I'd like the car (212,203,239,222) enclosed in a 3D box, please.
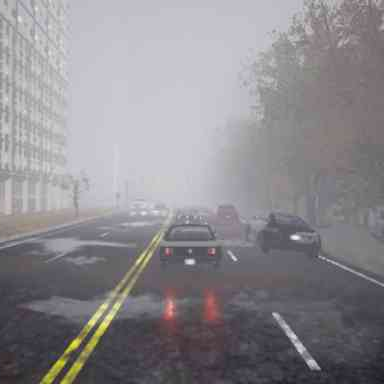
[{"bbox_3d":[2.820,1.666,28.593,1.882,1.535,5.008,-1,3,-1],"label":"car"}]

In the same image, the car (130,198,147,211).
[{"bbox_3d":[-8.079,1.870,51.107,2.150,2.045,5.566,0,-1,-3],"label":"car"}]

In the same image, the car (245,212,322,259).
[{"bbox_3d":[3.286,1.462,12.602,1.994,1.385,4.181,6,-1,0],"label":"car"}]

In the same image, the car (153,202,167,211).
[{"bbox_3d":[-4.816,2.206,50.901,1.994,1.385,4.181,0,-1,-3],"label":"car"}]

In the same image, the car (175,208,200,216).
[{"bbox_3d":[-0.395,1.937,26.794,1.895,1.301,4.718,0,-1,-1],"label":"car"}]

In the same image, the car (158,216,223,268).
[{"bbox_3d":[-0.059,1.749,11.770,1.895,1.301,4.718,0,-1,0],"label":"car"}]
